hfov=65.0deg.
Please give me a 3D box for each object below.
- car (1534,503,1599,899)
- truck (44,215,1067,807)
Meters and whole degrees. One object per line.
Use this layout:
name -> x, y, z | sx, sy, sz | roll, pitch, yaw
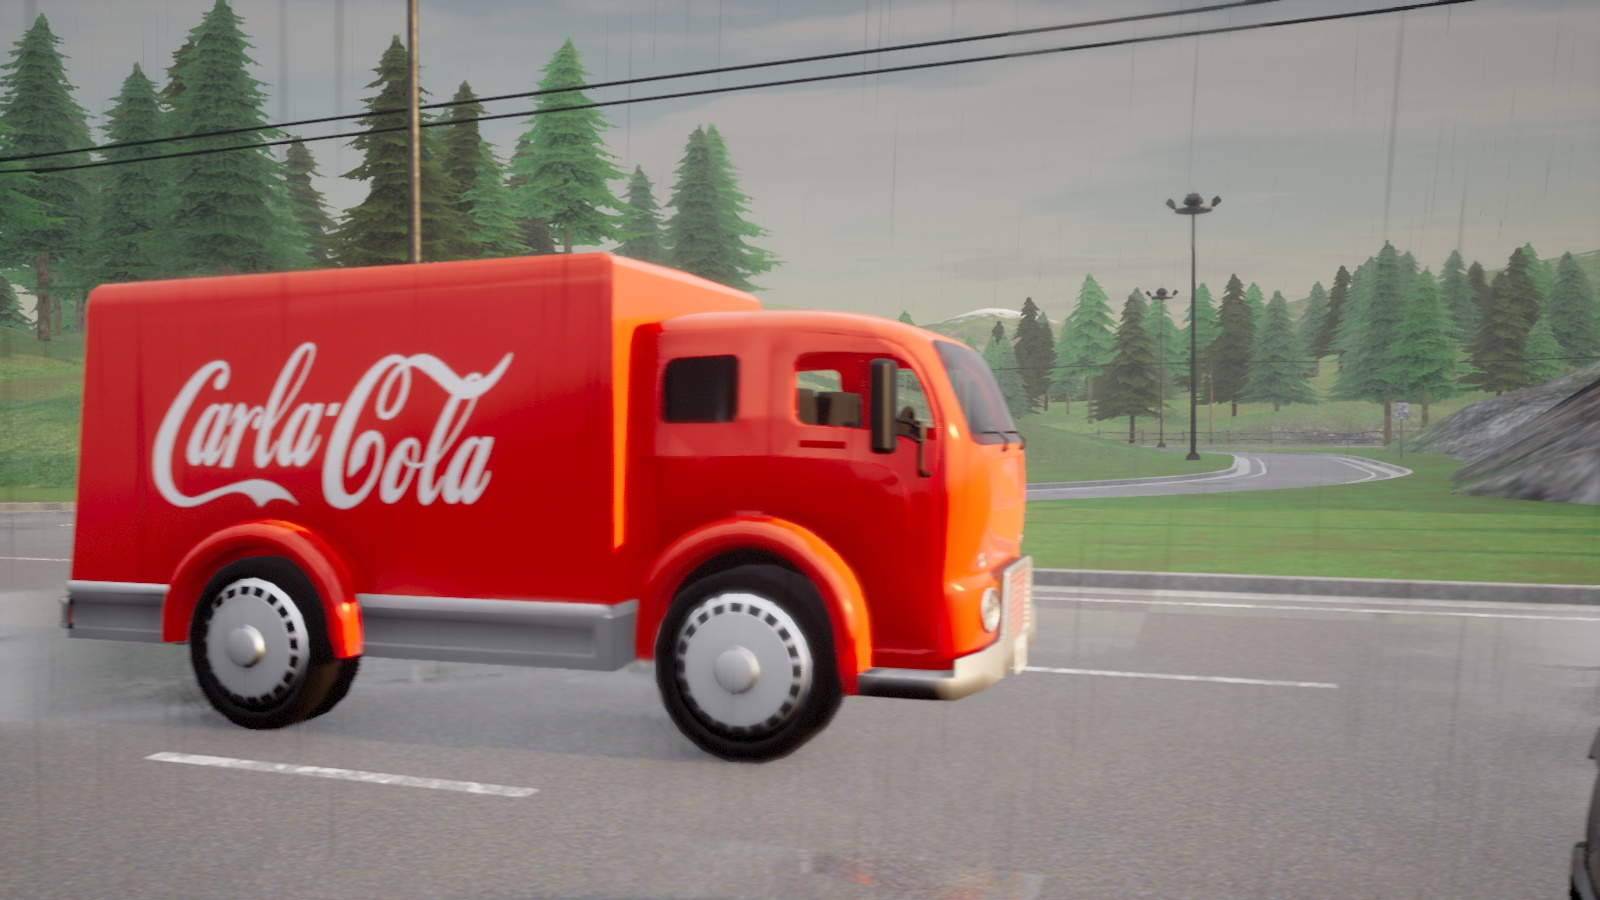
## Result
car -> 3.743, 0.873, 1.935 | 4.181, 1.385, 1.994 | 1, 1, 19
truck -> -1.252, 0.218, 7.300 | 5.204, 2.467, 2.627 | 1, 1, 19
